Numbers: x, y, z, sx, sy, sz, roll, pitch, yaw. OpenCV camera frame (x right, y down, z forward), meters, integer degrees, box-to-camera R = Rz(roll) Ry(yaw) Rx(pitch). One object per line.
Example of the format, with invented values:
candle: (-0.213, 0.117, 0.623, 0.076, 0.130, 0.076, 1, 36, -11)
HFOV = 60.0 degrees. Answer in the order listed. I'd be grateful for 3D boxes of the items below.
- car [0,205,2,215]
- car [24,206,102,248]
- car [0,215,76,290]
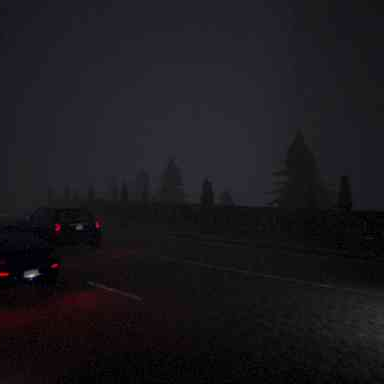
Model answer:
car: (-17.564, 1.496, 28.612, 1.837, 1.490, 4.892, 0, 0, -33)
car: (-5.721, 1.348, 13.896, 4.553, 1.767, 2.097, 0, 0, 44)
car: (-5.044, 1.522, 8.424, 4.674, 1.442, 1.812, 0, 0, 42)
